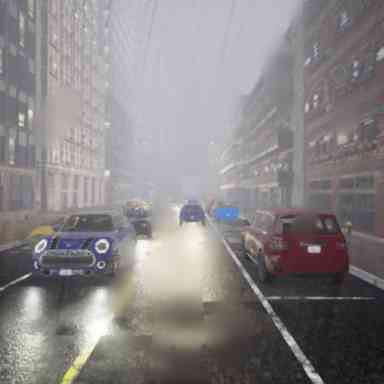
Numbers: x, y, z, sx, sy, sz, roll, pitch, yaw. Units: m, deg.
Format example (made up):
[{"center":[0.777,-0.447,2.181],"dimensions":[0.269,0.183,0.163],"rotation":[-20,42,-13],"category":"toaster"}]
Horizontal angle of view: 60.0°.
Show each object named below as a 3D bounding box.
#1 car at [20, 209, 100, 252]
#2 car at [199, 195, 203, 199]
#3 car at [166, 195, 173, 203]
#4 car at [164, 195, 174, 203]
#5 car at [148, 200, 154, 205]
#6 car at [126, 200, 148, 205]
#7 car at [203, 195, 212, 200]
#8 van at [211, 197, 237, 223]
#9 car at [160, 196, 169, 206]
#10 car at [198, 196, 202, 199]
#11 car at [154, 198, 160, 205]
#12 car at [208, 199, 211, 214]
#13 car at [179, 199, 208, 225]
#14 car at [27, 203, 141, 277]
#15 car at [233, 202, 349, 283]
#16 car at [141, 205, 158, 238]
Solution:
[{"center":[-5.694,1.591,15.087],"dimensions":[1.752,1.417,4.829],"rotation":[0,0,0],"category":"car"},{"center":[2.678,1.726,87.421],"dimensions":[2.192,1.841,5.009],"rotation":[0,0,0],"category":"car"},{"center":[-5.700,1.909,70.765],"dimensions":[1.802,1.307,4.206],"rotation":[0,0,0],"category":"car"},{"center":[-5.701,1.697,81.868],"dimensions":[2.192,1.841,5.009],"rotation":[0,0,0],"category":"car"},{"center":[-5.697,1.691,37.290],"dimensions":[1.752,1.417,4.829],"rotation":[0,0,0],"category":"car"},{"center":[-5.696,1.581,31.909],"dimensions":[1.967,1.590,4.097],"rotation":[0,0,0],"category":"car"},{"center":[2.684,1.482,37.463],"dimensions":[2.192,1.841,5.009],"rotation":[0,0,0],"category":"car"},{"center":[2.685,1.457,26.361],"dimensions":[1.690,1.788,3.998],"rotation":[0,0,0],"category":"van"},{"center":[-5.699,1.823,59.663],"dimensions":[2.008,1.369,4.403],"rotation":[0,0,0],"category":"car"},{"center":[0.086,1.685,46.106],"dimensions":[1.882,1.535,5.008],"rotation":[0,0,0],"category":"car"},{"center":[-5.697,1.743,43.011],"dimensions":[2.008,1.369,4.403],"rotation":[0,0,0],"category":"car"},{"center":[2.685,1.692,31.911],"dimensions":[2.008,1.369,4.403],"rotation":[0,0,0],"category":"car"},{"center":[0.028,1.588,25.269],"dimensions":[1.882,1.535,5.008],"rotation":[0,0,0],"category":"car"},{"center":[-3.089,1.399,10.419],"dimensions":[2.097,1.767,4.553],"rotation":[0,0,0],"category":"car"},{"center":[2.687,1.357,9.709],"dimensions":[2.192,1.841,5.009],"rotation":[0,0,0],"category":"car"},{"center":[-3.002,1.643,18.106],"dimensions":[1.994,1.385,4.181],"rotation":[0,0,0],"category":"car"}]
